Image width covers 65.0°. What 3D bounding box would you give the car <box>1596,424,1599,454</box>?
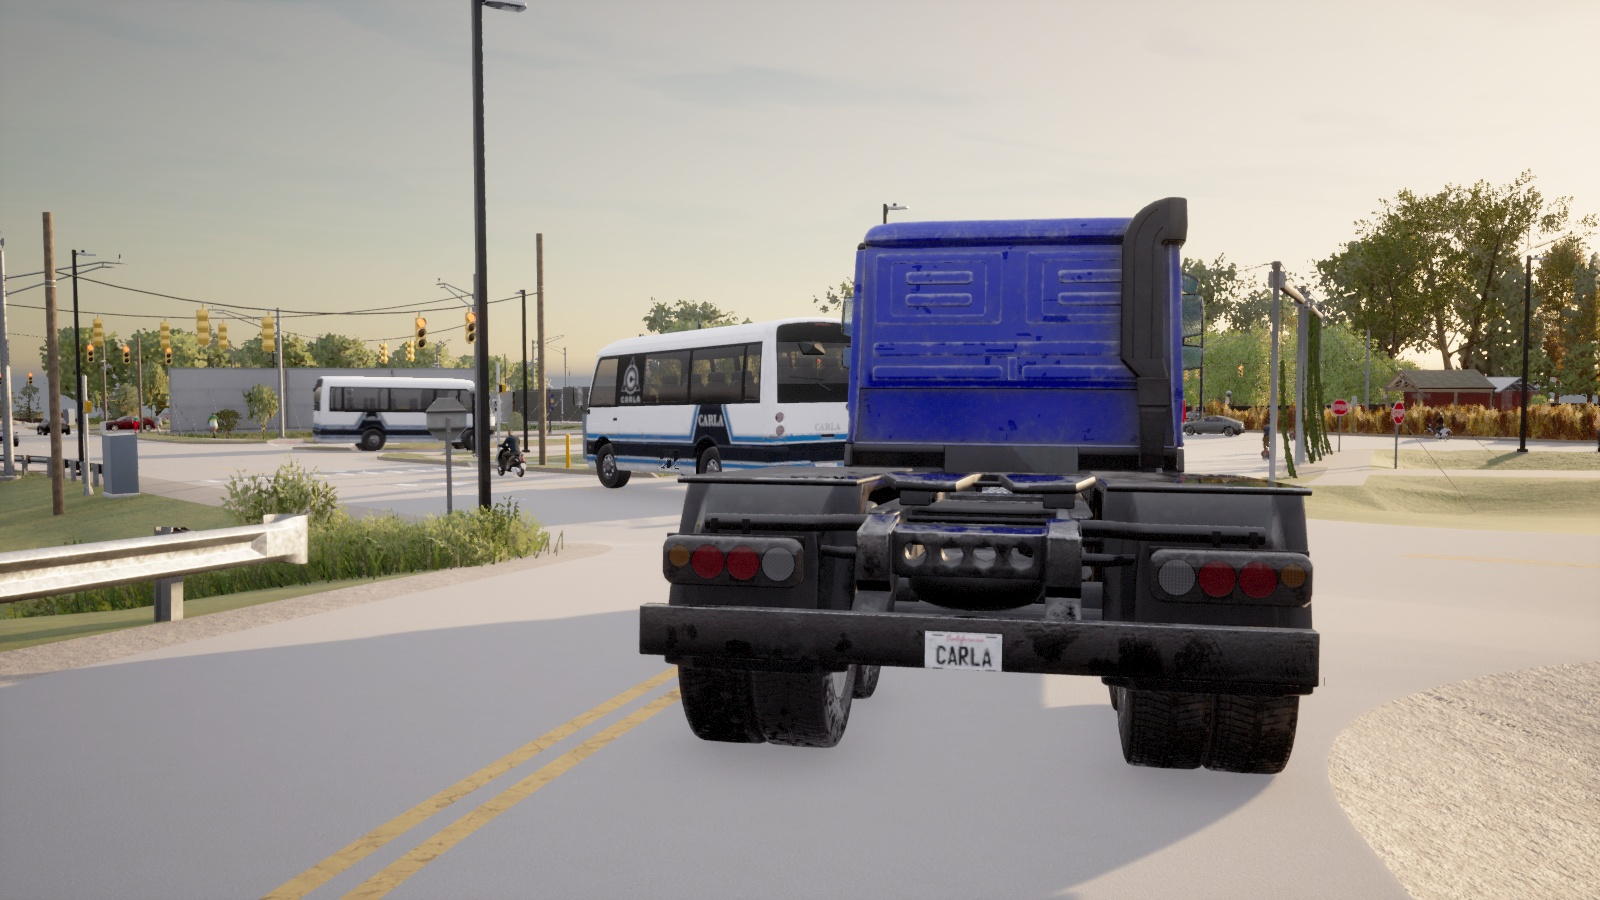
[{"bbox_3d":[40.275,-0.526,61.452,1.837,1.490,4.892,0,1,28],"label":"car"}]

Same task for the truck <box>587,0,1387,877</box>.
[{"bbox_3d":[1.377,-0.288,8.546,2.891,3.462,7.936,1,1,11],"label":"truck"}]

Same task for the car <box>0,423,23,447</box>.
[{"bbox_3d":[-52.967,-1.007,82.948,2.033,1.411,5.357,-3,3,-39],"label":"car"}]

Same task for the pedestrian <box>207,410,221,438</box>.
[{"bbox_3d":[-41.609,-1.826,89.125,0.659,1.952,0.873,-3,4,-39],"label":"pedestrian"}]

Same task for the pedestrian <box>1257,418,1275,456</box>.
[{"bbox_3d":[24.353,-0.695,65.630,0.788,1.949,0.423,3,4,36],"label":"pedestrian"}]

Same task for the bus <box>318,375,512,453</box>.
[{"bbox_3d":[-22.457,-2.103,73.423,10.273,4.253,3.944,0,3,-29],"label":"bus"}]

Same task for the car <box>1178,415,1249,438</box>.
[{"bbox_3d":[28.311,-1.623,86.094,4.181,1.385,1.994,2,4,37],"label":"car"}]

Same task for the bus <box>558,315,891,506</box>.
[{"bbox_3d":[-2.403,-1.042,33.243,3.944,4.253,10.273,-2,2,-35],"label":"bus"}]

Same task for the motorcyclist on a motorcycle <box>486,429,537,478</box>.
[{"bbox_3d":[-9.695,0.094,42.163,0.866,1.590,1.817,-3,3,-41],"label":"motorcyclist on a motorcycle"}]
